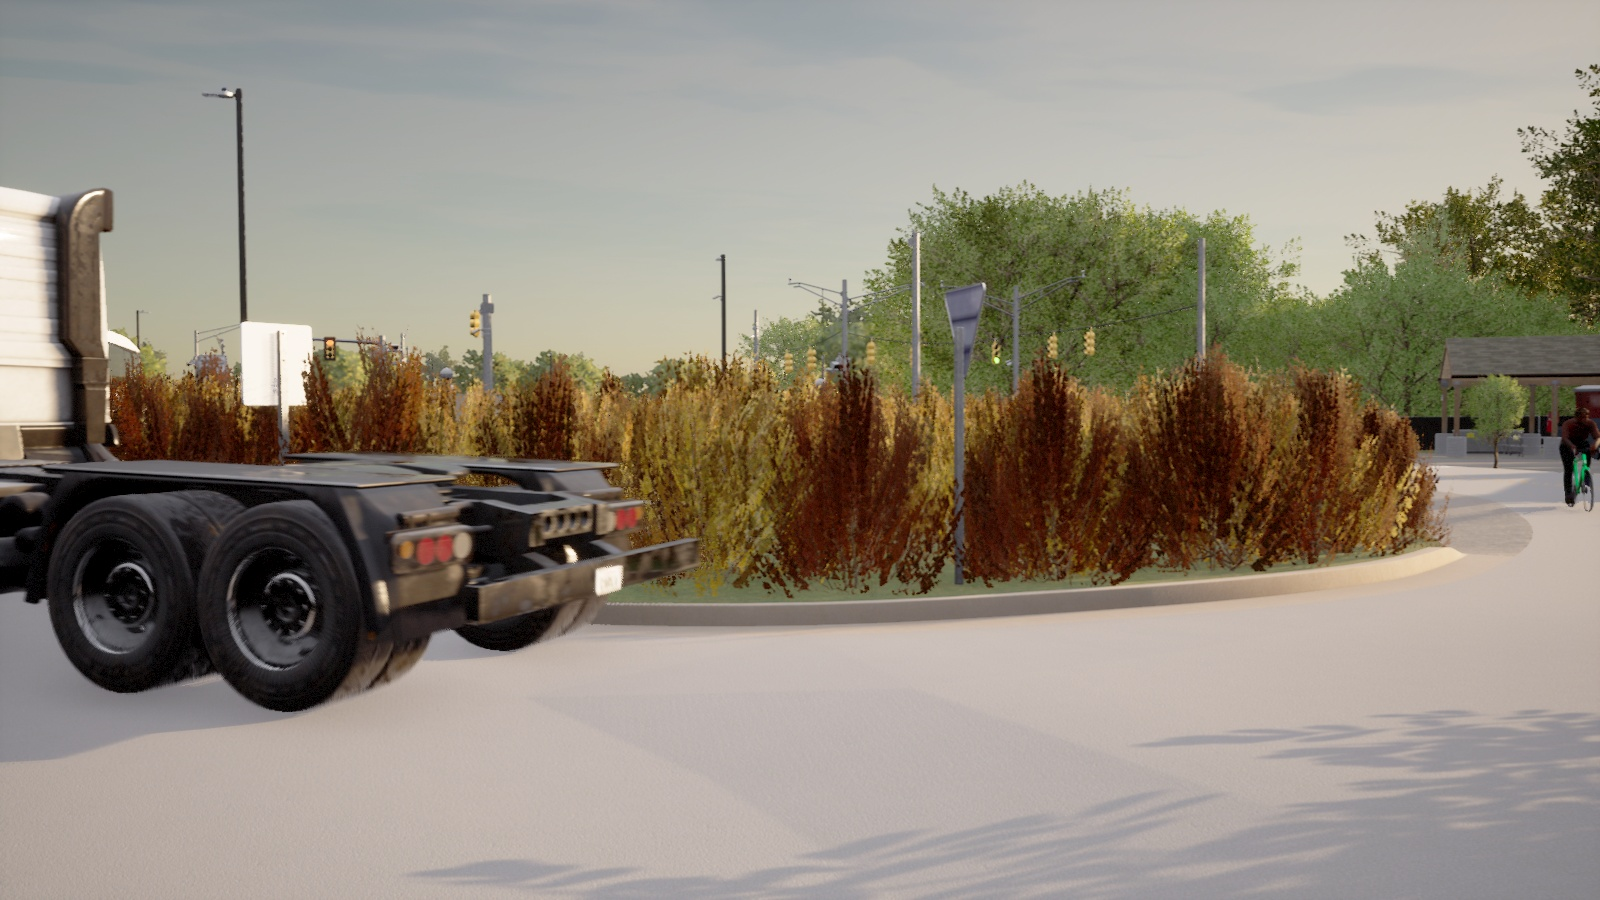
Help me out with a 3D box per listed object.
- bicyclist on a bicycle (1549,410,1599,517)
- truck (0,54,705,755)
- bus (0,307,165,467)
[{"bbox_3d":[12.271,0.181,19.679,0.582,1.620,1.656,-1,1,19],"label":"bicyclist on a bicycle"},{"bbox_3d":[-4.936,-0.402,8.993,7.936,3.462,2.891,2,2,21],"label":"truck"},{"bbox_3d":[-22.485,-1.705,38.492,3.944,4.253,10.273,-1,0,-19],"label":"bus"}]
